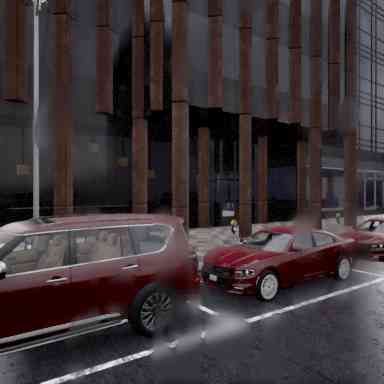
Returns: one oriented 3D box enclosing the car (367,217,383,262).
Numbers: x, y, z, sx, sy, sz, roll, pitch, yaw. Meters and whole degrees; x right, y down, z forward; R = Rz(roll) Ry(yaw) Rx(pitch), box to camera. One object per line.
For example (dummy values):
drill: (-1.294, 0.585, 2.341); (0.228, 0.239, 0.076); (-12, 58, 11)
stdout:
car: (6.723, 1.547, 11.416); (4.507, 1.381, 1.887); (0, 0, -35)

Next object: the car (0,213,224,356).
car: (-2.174, 1.315, 5.095); (5.009, 1.841, 2.192); (0, 0, -35)

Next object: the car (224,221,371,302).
car: (2.274, 1.545, 8.255); (4.507, 1.381, 1.887); (0, 0, -35)
